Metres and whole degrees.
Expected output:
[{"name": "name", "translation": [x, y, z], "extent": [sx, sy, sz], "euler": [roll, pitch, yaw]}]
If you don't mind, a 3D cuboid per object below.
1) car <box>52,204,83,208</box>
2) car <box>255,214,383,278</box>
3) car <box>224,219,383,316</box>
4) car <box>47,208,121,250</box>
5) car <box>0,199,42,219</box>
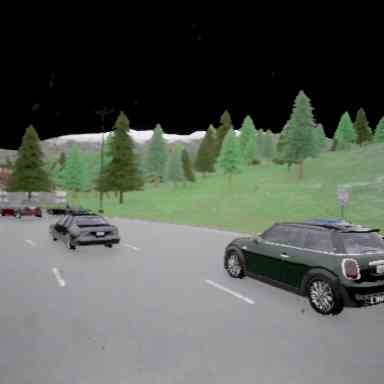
[{"name": "car", "translation": [-12.041, 1.803, 32.288], "extent": [4.718, 1.301, 1.895], "euler": [0, -1, 36]}, {"name": "car", "translation": [4.647, 1.707, 12.114], "extent": [1.882, 1.535, 5.008], "euler": [2, -1, -27]}, {"name": "car", "translation": [2.693, 1.501, 8.275], "extent": [2.097, 1.767, 4.553], "euler": [1, -1, -26]}, {"name": "car", "translation": [-4.945, 1.652, 14.911], "extent": [2.033, 1.411, 5.357], "euler": [2, -1, -34]}, {"name": "car", "translation": [-15.702, 1.468, 30.339], "extent": [4.553, 1.767, 2.097], "euler": [0, -1, 35]}]
